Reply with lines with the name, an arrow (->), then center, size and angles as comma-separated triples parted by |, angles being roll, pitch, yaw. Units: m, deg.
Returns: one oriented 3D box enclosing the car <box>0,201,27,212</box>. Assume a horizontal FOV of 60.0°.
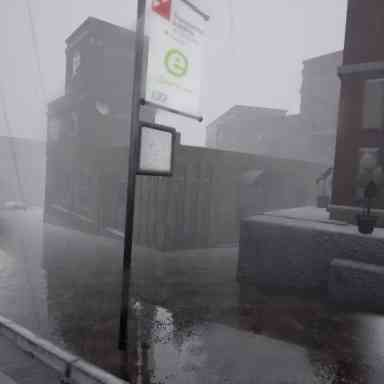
car -> -25.560, 2.029, 47.669 | 1.812, 1.442, 4.674 | 4, -1, 8
